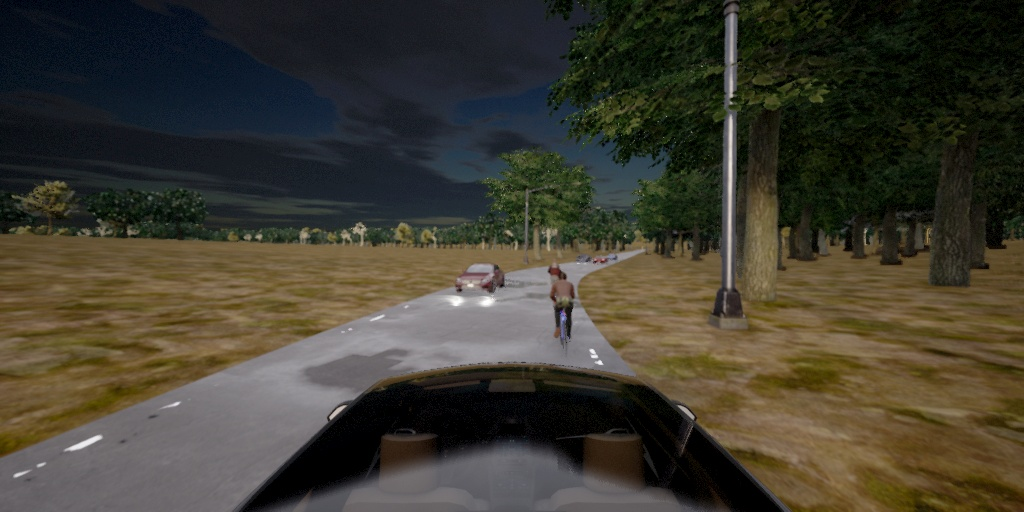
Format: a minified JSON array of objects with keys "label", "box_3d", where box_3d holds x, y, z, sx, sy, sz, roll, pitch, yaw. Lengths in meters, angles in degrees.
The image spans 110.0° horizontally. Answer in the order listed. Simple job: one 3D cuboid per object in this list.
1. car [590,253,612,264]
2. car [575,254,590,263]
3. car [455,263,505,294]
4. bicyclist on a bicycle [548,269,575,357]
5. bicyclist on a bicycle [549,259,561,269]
[{"label":"car","box_3d":[14.223,0.564,57.204,1.895,1.301,4.718,2,2,22]},{"label":"car","box_3d":[12.086,0.390,60.354,2.033,1.411,5.357,2,2,22]},{"label":"car","box_3d":[-1.544,1.096,19.082,1.812,1.442,4.674,1,1,10]},{"label":"bicyclist on a bicycle","box_3d":[1.071,1.171,7.542,0.582,1.620,1.656,0,0,3]},{"label":"bicyclist on a bicycle","box_3d":[1.922,1.012,16.166,0.659,1.776,1.843,1,1,8]}]
